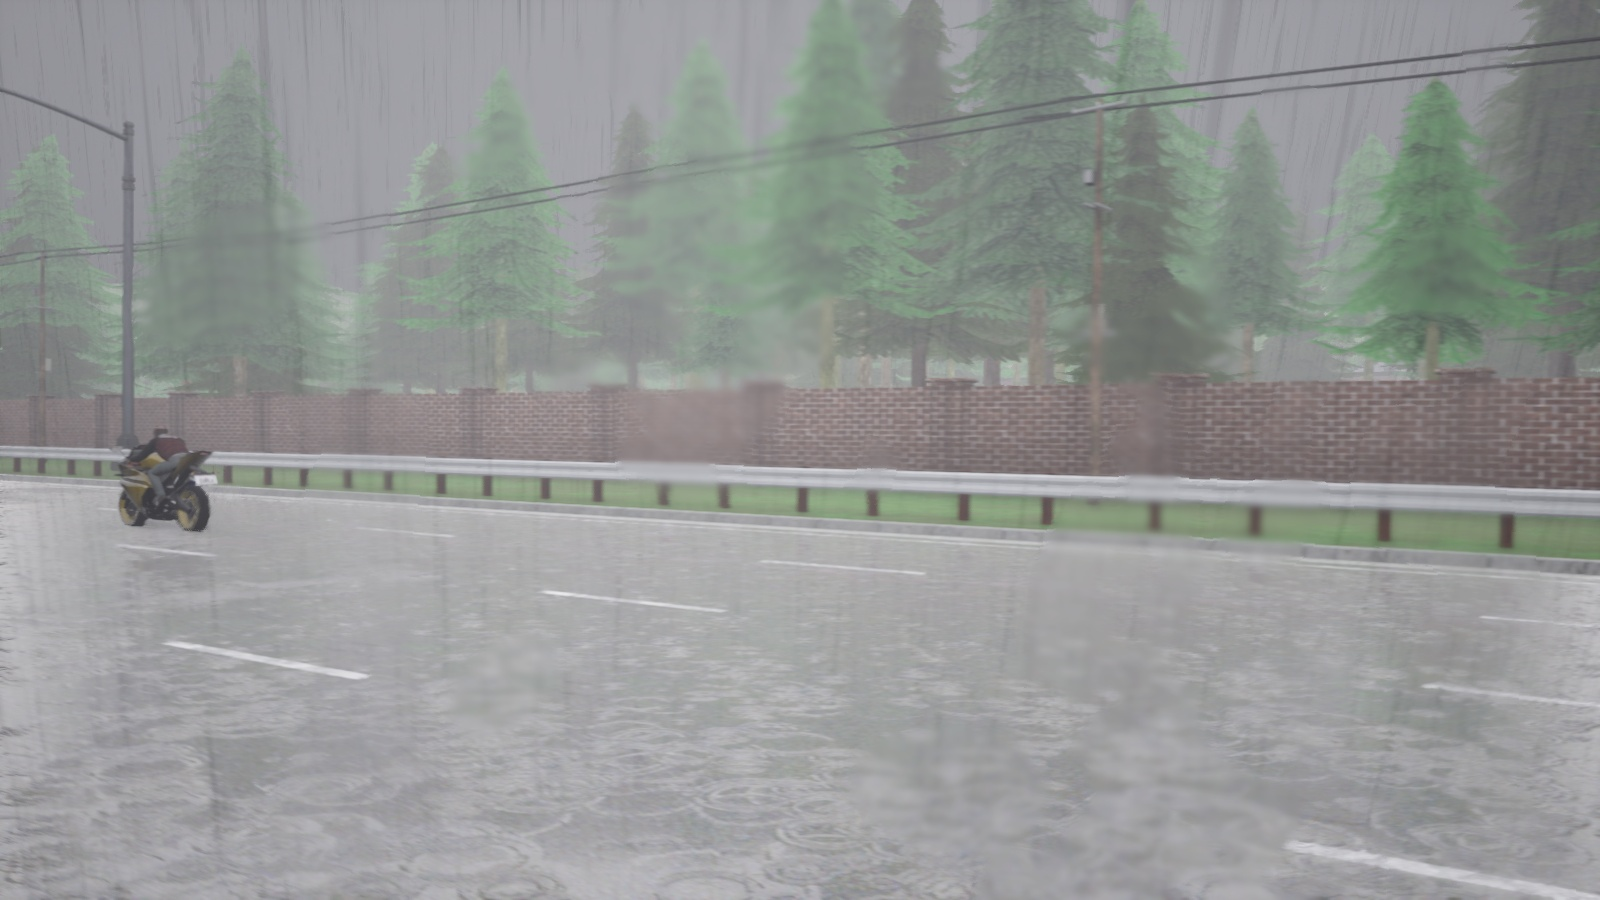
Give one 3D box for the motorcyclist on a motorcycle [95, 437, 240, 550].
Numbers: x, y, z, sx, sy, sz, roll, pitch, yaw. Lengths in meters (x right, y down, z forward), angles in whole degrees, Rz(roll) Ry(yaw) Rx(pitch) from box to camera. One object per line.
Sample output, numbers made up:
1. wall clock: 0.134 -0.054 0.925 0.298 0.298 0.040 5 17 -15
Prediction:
1. motorcyclist on a motorcycle: -9.125 0.592 18.100 2.191 1.530 0.866 0 1 33
